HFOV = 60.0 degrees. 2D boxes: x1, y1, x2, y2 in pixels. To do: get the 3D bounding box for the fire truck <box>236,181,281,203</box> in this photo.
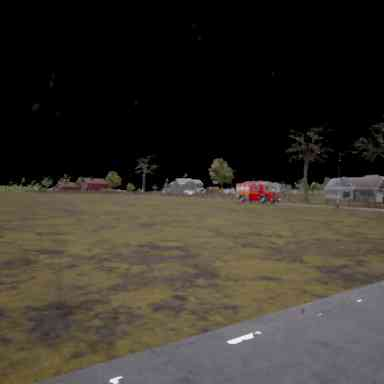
[{"bbox_3d":[11.705,-0.015,59.525,2.891,3.827,8.468,3,0,-35],"label":"fire truck"}]
